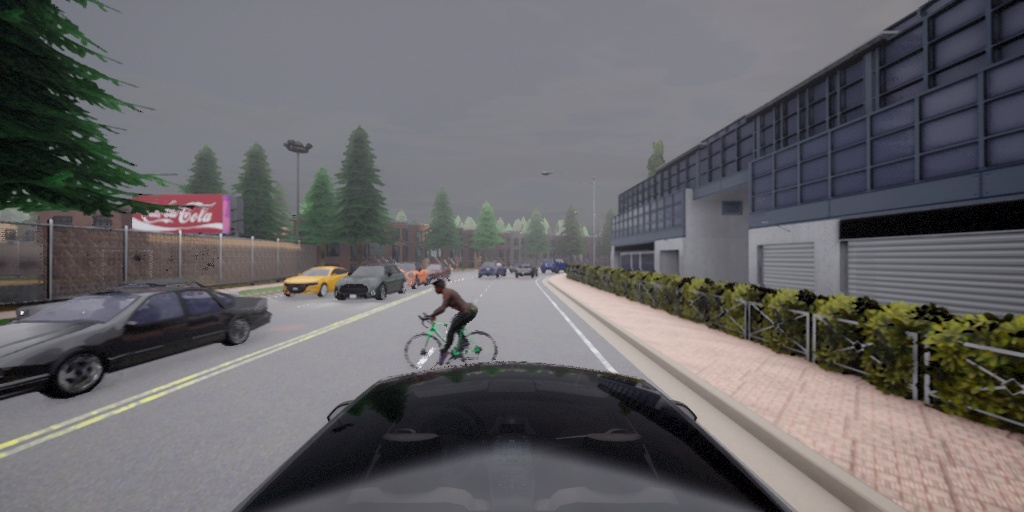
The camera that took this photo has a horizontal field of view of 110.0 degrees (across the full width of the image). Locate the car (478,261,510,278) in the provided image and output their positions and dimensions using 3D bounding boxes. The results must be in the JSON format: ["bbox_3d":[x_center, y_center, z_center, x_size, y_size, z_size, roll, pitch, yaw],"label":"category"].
[{"bbox_3d":[-1.890,1.318,36.823,2.097,1.767,4.553,0,0,12],"label":"car"}]

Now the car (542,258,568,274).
[{"bbox_3d":[5.625,1.251,47.047,2.150,2.045,5.566,0,0,29],"label":"car"}]

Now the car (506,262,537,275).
[{"bbox_3d":[1.312,1.516,46.302,2.128,1.511,4.902,0,0,26],"label":"car"}]

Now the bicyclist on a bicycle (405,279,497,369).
[{"bbox_3d":[-1.101,1.230,6.354,1.656,1.620,0.582,-2,0,0],"label":"bicyclist on a bicycle"}]

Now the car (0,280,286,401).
[{"bbox_3d":[-7.080,1.329,6.817,2.033,1.411,5.357,0,0,0],"label":"car"}]

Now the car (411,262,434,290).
[{"bbox_3d":[-6.858,1.158,23.428,2.097,1.767,4.553,0,0,0],"label":"car"}]

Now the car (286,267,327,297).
[{"bbox_3d":[-10.434,1.340,19.855,1.882,1.535,5.008,0,0,1],"label":"car"}]

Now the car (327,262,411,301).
[{"bbox_3d":[-6.946,1.203,18.014,2.097,1.767,4.553,0,0,1],"label":"car"}]

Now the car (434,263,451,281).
[{"bbox_3d":[-6.576,1.405,30.511,1.882,1.535,5.008,0,0,4],"label":"car"}]

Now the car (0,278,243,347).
[{"bbox_3d":[-10.548,1.405,10.392,1.895,1.301,4.718,0,0,1],"label":"car"}]

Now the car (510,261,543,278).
[{"bbox_3d":[1.571,1.456,36.575,2.128,1.511,4.902,0,0,12],"label":"car"}]
